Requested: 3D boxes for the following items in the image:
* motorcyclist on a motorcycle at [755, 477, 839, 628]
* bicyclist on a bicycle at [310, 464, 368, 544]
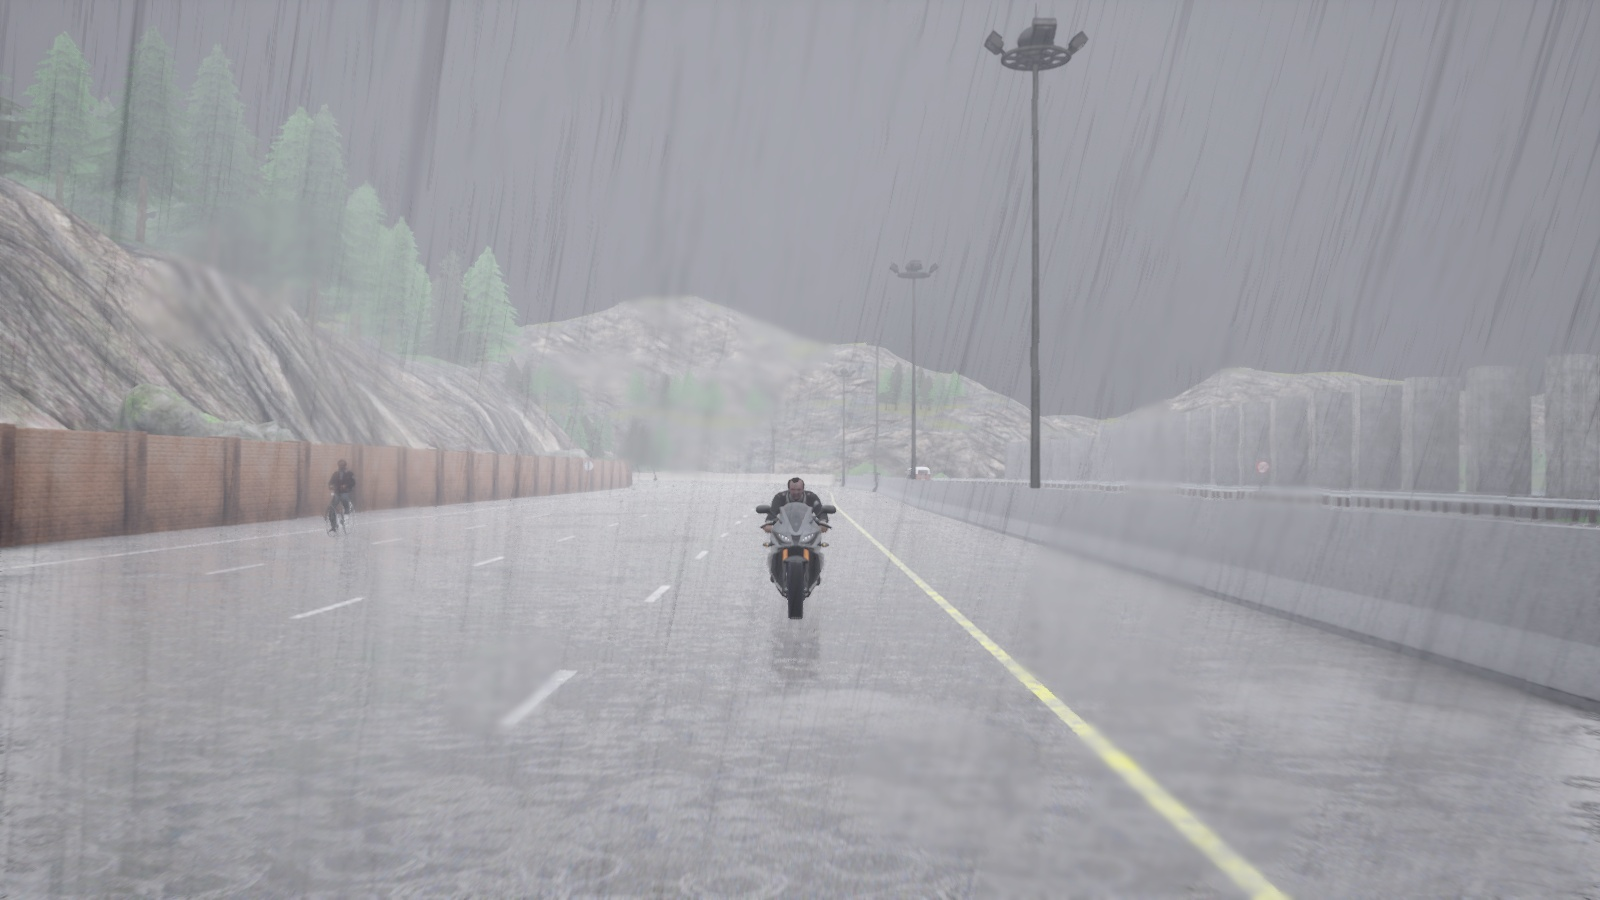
[{"bbox_3d":[-0.037,1.085,14.087,0.866,1.530,2.191,0,-1,0],"label":"motorcyclist on a motorcycle"},{"bbox_3d":[-10.576,1.211,28.887,0.659,1.776,1.843,0,-1,0],"label":"bicyclist on a bicycle"}]
